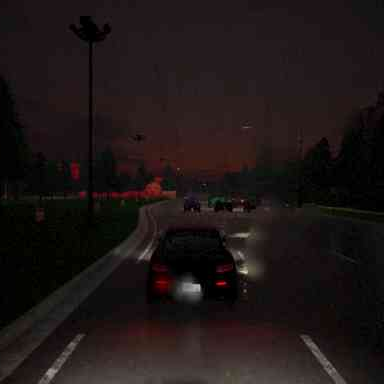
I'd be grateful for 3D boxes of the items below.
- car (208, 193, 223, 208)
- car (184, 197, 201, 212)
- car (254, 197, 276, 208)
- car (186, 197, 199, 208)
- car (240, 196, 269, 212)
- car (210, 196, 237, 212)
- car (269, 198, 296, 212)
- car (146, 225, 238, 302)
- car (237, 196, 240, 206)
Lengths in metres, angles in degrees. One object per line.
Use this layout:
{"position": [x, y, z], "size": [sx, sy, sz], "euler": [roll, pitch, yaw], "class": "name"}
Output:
{"position": [3.524, 1.221, 48.380], "size": [2.150, 2.045, 5.566], "euler": [0, 0, 0], "class": "car"}
{"position": [0.019, 1.601, 38.382], "size": [1.895, 1.301, 4.718], "euler": [0, 0, 0], "class": "car"}
{"position": [10.524, 1.547, 48.347], "size": [2.033, 1.411, 5.357], "euler": [0, 0, 0], "class": "car"}
{"position": [0.024, 1.526, 48.394], "size": [1.812, 1.442, 4.674], "euler": [0, 0, 0], "class": "car"}
{"position": [7.018, 1.505, 37.932], "size": [1.837, 1.490, 4.892], "euler": [0, 0, 0], "class": "car"}
{"position": [3.518, 1.492, 37.933], "size": [2.128, 1.511, 4.902], "euler": [0, 0, 0], "class": "car"}
{"position": [10.519, 1.564, 38.346], "size": [1.994, 1.385, 4.181], "euler": [0, 0, 0], "class": "car"}
{"position": [0.004, 1.526, 8.141], "size": [1.812, 1.442, 4.674], "euler": [0, 0, 0], "class": "car"}
{"position": [7.023, 1.352, 48.319], "size": [2.097, 1.767, 4.553], "euler": [0, 0, 0], "class": "car"}
